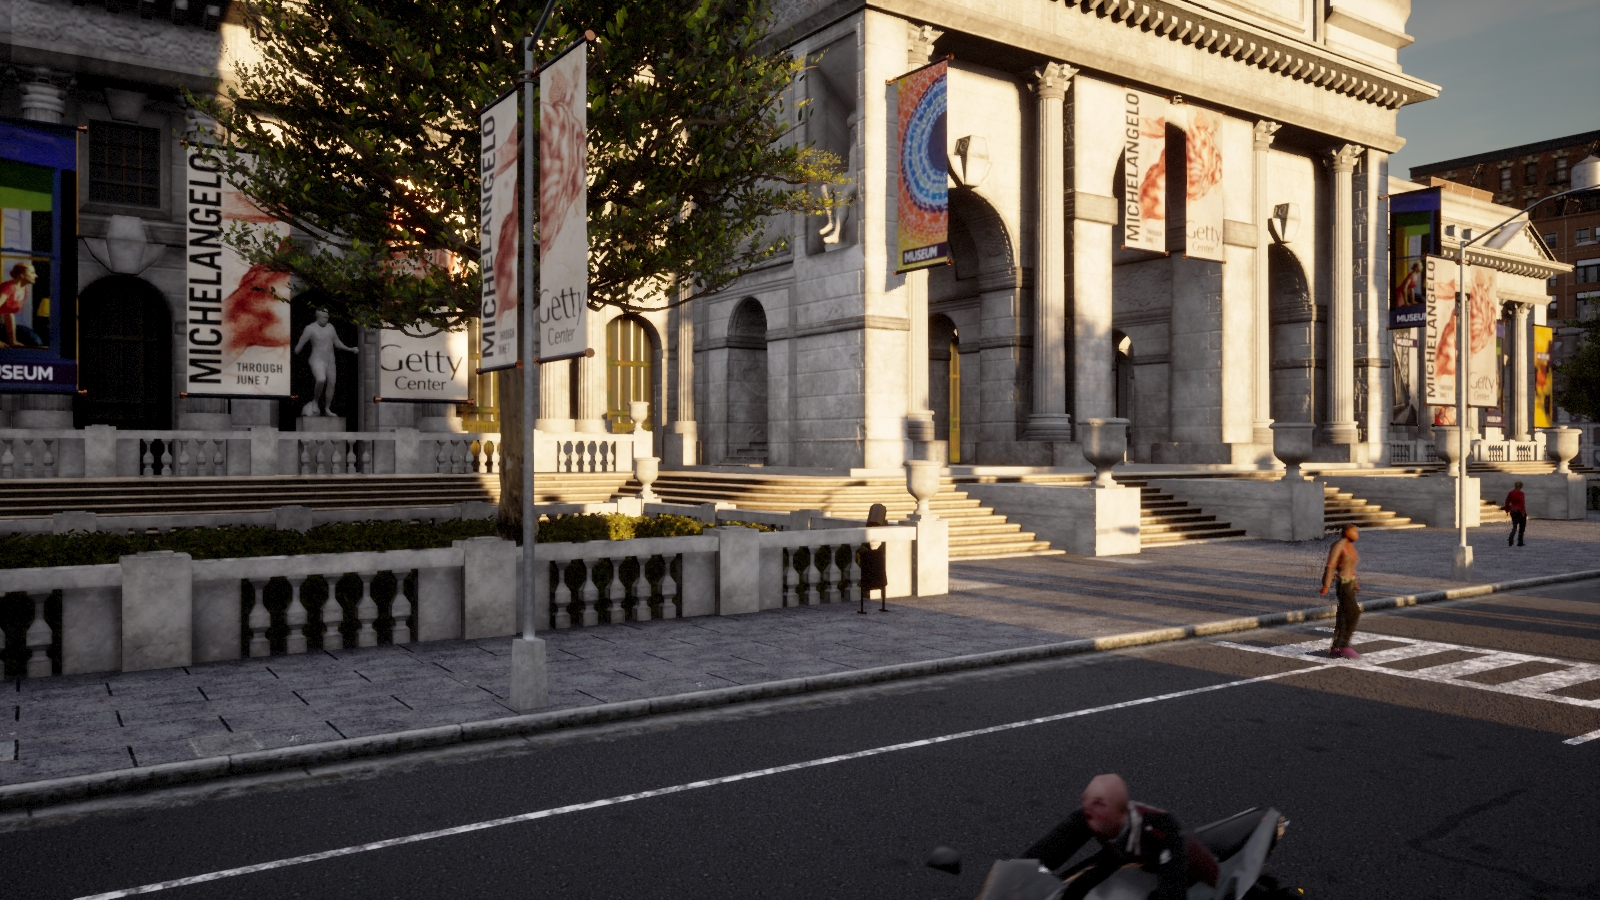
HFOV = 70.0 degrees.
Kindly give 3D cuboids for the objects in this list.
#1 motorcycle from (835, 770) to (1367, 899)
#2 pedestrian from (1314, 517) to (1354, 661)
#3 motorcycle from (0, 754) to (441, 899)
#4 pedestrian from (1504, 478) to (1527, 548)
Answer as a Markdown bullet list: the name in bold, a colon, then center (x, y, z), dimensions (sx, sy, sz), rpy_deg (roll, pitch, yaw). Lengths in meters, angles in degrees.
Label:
- **motorcycle**: center (1.291, 2.205, 4.663), dimensions (2.209, 1.251, 0.867), rpy_deg (0, 0, -34)
- **pedestrian**: center (7.159, 1.849, 15.314), dimensions (0.375, 1.860, 0.375), rpy_deg (0, 0, -42)
- **motorcycle**: center (-2.765, 2.213, 5.155), dimensions (2.033, 1.145, 0.803), rpy_deg (0, 1, -44)
- **pedestrian**: center (19.344, 1.696, 30.885), dimensions (0.375, 1.860, 0.375), rpy_deg (0, 0, -29)
